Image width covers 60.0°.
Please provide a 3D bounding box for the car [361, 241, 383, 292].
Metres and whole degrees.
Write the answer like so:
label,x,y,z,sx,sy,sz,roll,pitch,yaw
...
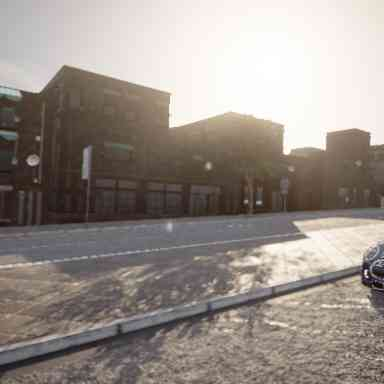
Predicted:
label,x,y,z,sx,sy,sz,roll,pitch,yaw
car,5.976,1.372,7.868,4.553,1.767,2.097,1,0,-37
